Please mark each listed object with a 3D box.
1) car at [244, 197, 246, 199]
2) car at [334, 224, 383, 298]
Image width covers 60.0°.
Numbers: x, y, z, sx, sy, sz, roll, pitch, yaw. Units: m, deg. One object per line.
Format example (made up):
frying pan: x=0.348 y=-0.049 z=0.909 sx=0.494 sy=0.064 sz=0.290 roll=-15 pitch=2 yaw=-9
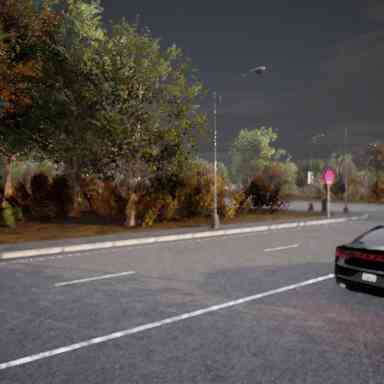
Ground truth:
car: x=7.626 y=1.246 z=45.780 sx=1.994 sy=1.385 sz=4.181 roll=-1 pitch=0 yaw=-32
car: x=5.244 y=1.396 z=7.509 sx=5.008 sy=1.535 sz=1.882 roll=0 pitch=0 yaw=-36
